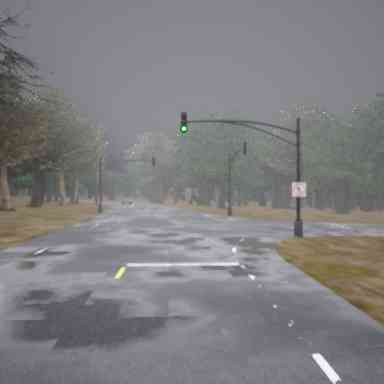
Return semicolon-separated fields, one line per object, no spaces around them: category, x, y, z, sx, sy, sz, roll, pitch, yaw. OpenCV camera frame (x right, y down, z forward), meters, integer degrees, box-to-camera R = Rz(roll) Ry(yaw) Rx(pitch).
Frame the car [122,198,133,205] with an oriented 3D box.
car;-13.051;1.900;67.096;1.837;1.490;4.892;0;-1;-15
